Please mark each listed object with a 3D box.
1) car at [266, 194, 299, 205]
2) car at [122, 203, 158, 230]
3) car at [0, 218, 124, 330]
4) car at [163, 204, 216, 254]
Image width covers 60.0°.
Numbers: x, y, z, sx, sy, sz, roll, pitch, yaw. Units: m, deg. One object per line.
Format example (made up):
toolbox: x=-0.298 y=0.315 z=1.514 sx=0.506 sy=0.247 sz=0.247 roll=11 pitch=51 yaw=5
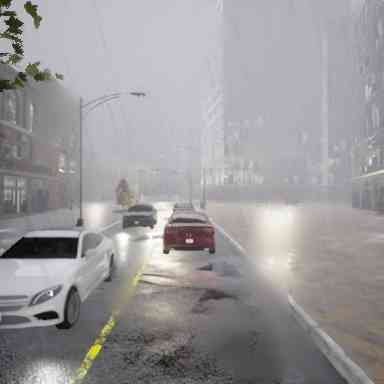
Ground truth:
car: x=13.966 y=1.198 z=51.548 sx=5.009 sy=1.841 sz=2.192 roll=0 pitch=-1 yaw=15
car: x=-3.287 y=1.478 z=21.609 sx=1.882 sy=1.535 sz=5.008 roll=0 pitch=0 yaw=-2
car: x=-2.883 y=1.527 z=7.085 sx=1.812 sy=1.442 sz=4.674 roll=0 pitch=0 yaw=0
car: x=-0.143 y=1.480 z=13.516 sx=1.882 sy=1.535 sz=5.008 roll=0 pitch=0 yaw=-1
